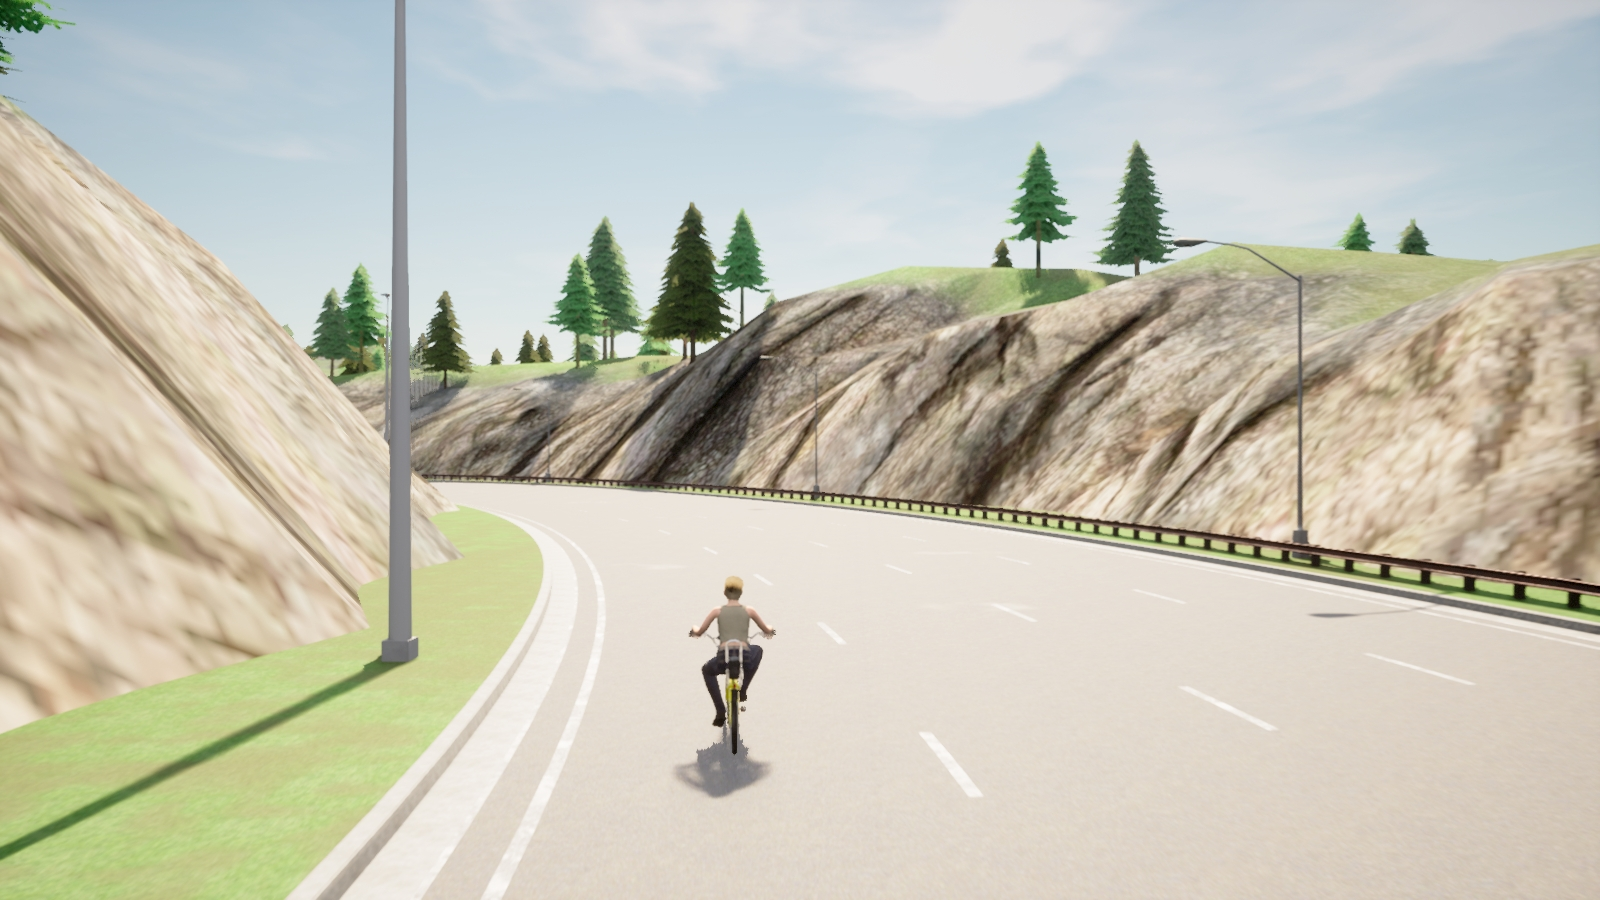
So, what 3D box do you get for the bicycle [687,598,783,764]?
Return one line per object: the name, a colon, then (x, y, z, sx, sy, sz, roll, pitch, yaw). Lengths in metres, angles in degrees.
bicycle: (-0.640, 2.156, 10.949, 0.859, 1.276, 1.487, 0, 0, -5)
